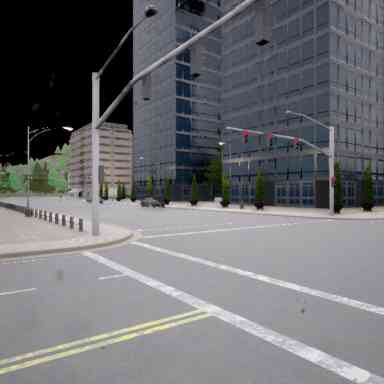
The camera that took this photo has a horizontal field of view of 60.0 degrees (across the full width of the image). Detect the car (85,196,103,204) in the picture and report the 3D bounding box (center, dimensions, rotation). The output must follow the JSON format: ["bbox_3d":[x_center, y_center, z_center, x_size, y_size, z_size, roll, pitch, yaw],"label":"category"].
[{"bbox_3d":[-18.480,1.492,62.713,2.033,1.411,5.357,0,0,-35],"label":"car"}]

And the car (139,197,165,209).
[{"bbox_3d":[-5.325,1.449,43.892,1.837,1.490,4.892,0,0,-35],"label":"car"}]
